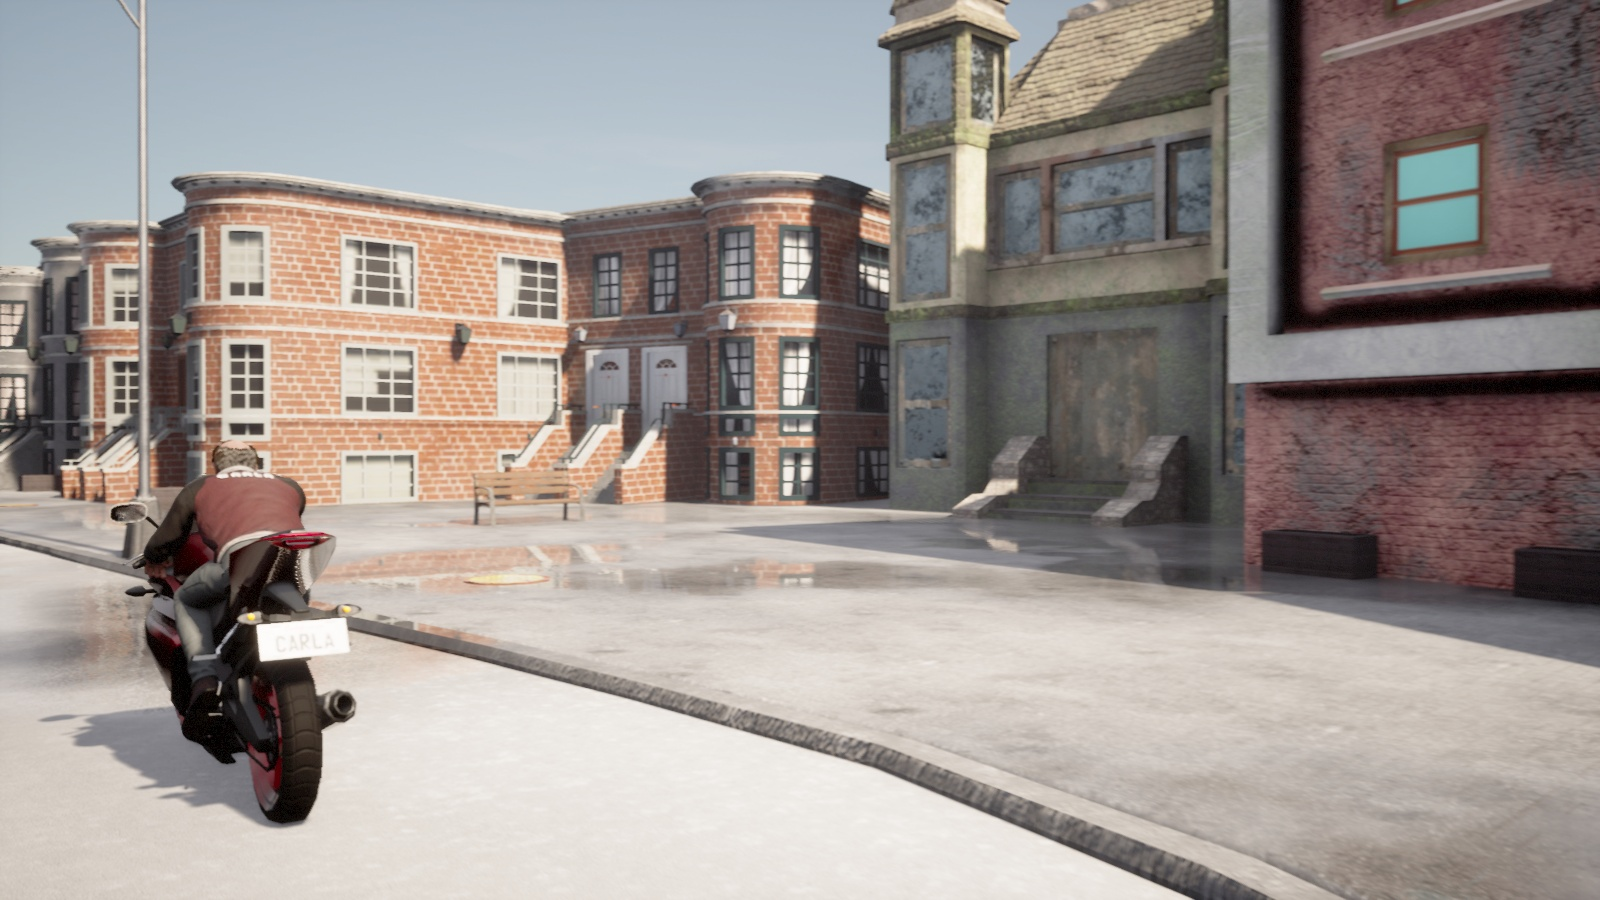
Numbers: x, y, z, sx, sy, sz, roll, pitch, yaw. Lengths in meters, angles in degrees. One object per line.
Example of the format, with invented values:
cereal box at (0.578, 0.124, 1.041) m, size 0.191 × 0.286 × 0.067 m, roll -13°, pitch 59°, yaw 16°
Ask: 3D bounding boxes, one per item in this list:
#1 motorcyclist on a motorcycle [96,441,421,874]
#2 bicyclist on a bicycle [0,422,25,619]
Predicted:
motorcyclist on a motorcycle at (-2.488, 0.727, 5.584) m, size 0.866 × 1.530 × 2.191 m, roll 0°, pitch 1°, yaw -36°
bicyclist on a bicycle at (-7.253, 0.574, 10.649) m, size 0.866 × 1.612 × 1.509 m, roll 0°, pitch 1°, yaw -44°
